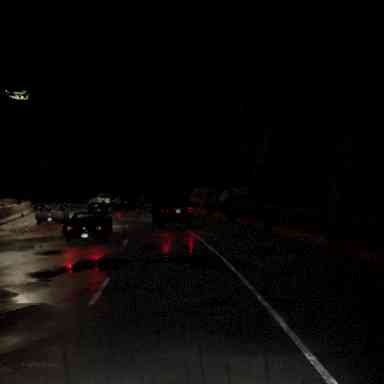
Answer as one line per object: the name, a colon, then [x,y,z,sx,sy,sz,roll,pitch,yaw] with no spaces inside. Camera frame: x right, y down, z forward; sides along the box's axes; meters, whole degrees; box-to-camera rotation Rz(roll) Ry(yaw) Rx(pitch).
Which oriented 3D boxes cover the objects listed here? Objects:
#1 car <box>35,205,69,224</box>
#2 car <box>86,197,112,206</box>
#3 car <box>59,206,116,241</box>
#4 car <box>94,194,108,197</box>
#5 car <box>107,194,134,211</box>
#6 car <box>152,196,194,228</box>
car: [-10.659,1.662,25.699,1.895,1.301,4.718,0,0,-15]
car: [-10.000,1.563,34.986,2.128,1.511,4.902,0,0,-20]
car: [-5.109,1.636,16.887,1.895,1.301,4.718,0,0,-9]
car: [-14.924,1.331,54.264,2.150,2.045,5.566,0,0,-32]
car: [-9.018,1.431,42.622,2.097,1.767,4.553,0,0,-25]
car: [-1.405,1.258,22.675,2.150,2.045,5.566,0,0,-13]
